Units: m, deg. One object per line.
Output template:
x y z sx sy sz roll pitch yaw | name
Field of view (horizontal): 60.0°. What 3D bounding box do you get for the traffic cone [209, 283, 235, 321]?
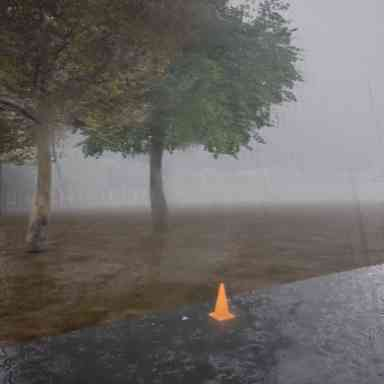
0.542 1.934 5.974 0.340 0.580 0.340 0 0 -33 | traffic cone
